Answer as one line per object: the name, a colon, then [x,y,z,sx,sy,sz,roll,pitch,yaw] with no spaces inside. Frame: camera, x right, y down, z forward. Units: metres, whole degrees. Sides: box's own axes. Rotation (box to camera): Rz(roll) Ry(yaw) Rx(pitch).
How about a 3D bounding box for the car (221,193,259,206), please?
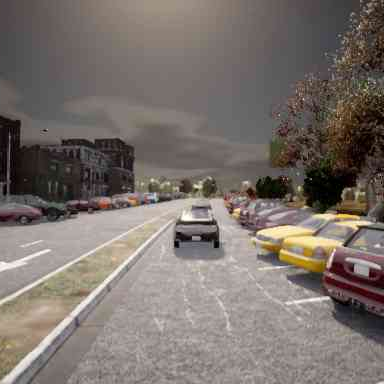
car: [7.736,1.240,53.599,5.566,2.045,2.435,1,0,-14]

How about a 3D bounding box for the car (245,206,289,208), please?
car: [5.075,1.524,15.155,4.674,1.452,2.002,1,0,-18]

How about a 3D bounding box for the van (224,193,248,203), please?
van: [9.089,1.268,68.363,4.442,1.987,1.878,1,0,-14]

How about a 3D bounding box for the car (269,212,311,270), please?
car: [5.105,1.482,9.293,5.366,1.575,1.946,1,0,-19]

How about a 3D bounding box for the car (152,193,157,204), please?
car: [-9.724,1.525,62.152,5.008,1.535,2.097,-1,0,-14]

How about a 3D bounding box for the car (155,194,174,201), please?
car: [-7.241,1.409,86.075,4.553,1.767,2.185,-1,0,-14]

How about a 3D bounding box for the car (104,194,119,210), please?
car: [-11.705,1.386,41.147,4.553,1.767,2.185,-1,0,-16]

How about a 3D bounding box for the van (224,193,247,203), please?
van: [9.387,1.269,71.325,4.442,1.987,1.878,1,0,-14]

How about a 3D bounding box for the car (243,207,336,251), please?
car: [4.822,1.478,12.131,5.366,1.575,1.946,1,0,-18]

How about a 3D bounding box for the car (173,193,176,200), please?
car: [-7.560,1.282,83.096,5.566,2.045,2.435,-1,0,-14]

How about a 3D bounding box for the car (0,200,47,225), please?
car: [-12.908,1.537,23.055,4.674,1.452,2.002,-1,0,-18]

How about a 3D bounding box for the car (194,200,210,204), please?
car: [0.901,1.528,29.736,1.837,1.490,4.892,0,0,3]

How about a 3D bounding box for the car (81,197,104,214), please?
car: [-12.189,1.507,35.120,5.008,1.535,2.097,-1,0,-16]

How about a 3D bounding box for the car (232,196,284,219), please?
car: [5.267,1.359,21.066,4.553,1.767,2.185,1,0,-17]

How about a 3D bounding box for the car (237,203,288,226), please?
car: [5.173,1.525,18.114,4.674,1.452,2.002,1,0,-18]

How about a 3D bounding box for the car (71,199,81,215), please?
car: [-12.596,1.502,29.095,5.008,1.535,2.097,-1,0,-17]

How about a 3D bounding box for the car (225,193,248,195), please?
car: [6.841,1.364,44.712,4.553,1.767,2.185,1,0,-15]

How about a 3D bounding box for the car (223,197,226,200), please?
car: [5.915,1.517,32.887,4.792,1.488,2.163,1,0,-16]

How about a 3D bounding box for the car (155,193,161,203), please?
car: [-9.445,1.275,65.130,5.566,2.045,2.435,-1,0,-14]

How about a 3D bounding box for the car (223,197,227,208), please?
car: [5.749,1.486,29.946,5.008,1.535,2.097,1,0,-16]

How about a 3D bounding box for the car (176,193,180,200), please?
car: [-6.643,1.538,92.064,5.008,1.535,2.097,-1,0,-14]

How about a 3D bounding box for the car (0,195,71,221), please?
car: [-12.738,1.248,26.091,5.566,2.045,2.435,-1,0,-17]

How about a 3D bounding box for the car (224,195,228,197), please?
car: [6.606,1.489,41.765,5.008,1.535,2.097,1,0,-15]

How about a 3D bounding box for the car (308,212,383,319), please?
car: [4.850,1.356,6.263,4.553,1.767,2.185,1,0,-19]

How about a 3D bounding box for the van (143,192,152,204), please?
van: [-9.917,1.296,59.192,4.442,1.987,1.878,-1,0,-14]

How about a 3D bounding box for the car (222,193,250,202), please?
car: [9.829,1.246,74.327,5.566,2.045,2.435,1,0,-14]

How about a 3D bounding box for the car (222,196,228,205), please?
car: [6.182,1.518,35.869,4.792,1.488,2.163,1,0,-16]

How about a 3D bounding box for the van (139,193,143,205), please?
van: [-10.517,1.293,53.197,4.442,1.987,1.878,-1,0,-14]

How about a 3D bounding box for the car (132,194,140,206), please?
car: [-11.096,1.519,50.112,5.366,1.575,1.946,-1,0,-15]

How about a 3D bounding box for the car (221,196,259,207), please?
car: [7.240,1.486,50.580,5.366,1.575,1.946,1,0,-14]

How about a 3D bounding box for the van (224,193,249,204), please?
van: [8.791,1.267,65.399,4.442,1.987,1.878,1,0,-14]

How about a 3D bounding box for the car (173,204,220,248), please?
car: [0.225,1.499,14.700,2.128,1.511,4.902,0,0,2]

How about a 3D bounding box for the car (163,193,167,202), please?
car: [-8.835,1.277,71.108,5.566,2.045,2.435,-1,0,-14]

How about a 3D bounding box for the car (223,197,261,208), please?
car: [7.132,1.491,47.675,4.892,1.521,2.231,1,0,-15]

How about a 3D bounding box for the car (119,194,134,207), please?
car: [-11.210,1.517,47.166,5.008,1.535,2.097,-1,0,-15]

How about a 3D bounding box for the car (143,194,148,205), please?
car: [-10.355,1.552,56.152,4.792,1.488,2.163,-1,0,-14]

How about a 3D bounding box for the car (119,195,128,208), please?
car: [-11.459,1.516,44.157,4.892,1.521,2.231,-1,0,-15]

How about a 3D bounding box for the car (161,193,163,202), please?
car: [-9.114,1.527,68.131,5.008,1.535,2.097,-1,0,-14]

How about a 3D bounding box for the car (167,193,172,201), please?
car: [-8.174,1.279,77.113,5.566,2.045,2.435,-1,0,-14]

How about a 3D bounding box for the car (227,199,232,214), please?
car: [5.608,1.485,24.088,5.366,1.575,1.946,1,0,-17]

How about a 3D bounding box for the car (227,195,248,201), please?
car: [5.617,1.361,26.993,4.553,1.767,2.185,1,0,-17]
